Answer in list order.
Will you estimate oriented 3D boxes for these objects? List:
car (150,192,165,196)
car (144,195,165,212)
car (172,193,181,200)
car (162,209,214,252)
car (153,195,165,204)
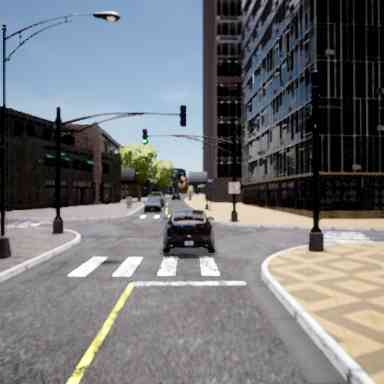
[{"bbox_3d":[-4.979,1.002,46.832,2.150,2.045,5.566,0,0,-4],"label":"car"},{"bbox_3d":[-4.255,1.375,36.681,2.033,1.411,5.357,0,0,-4],"label":"car"},{"bbox_3d":[-3.535,0.995,76.363,2.097,1.767,4.553,0,0,0],"label":"car"},{"bbox_3d":[-0.147,1.443,13.593,1.837,1.490,4.892,0,1,-1],"label":"car"},{"bbox_3d":[-5.581,1.298,56.875,1.994,1.385,4.181,0,0,-3],"label":"car"}]
